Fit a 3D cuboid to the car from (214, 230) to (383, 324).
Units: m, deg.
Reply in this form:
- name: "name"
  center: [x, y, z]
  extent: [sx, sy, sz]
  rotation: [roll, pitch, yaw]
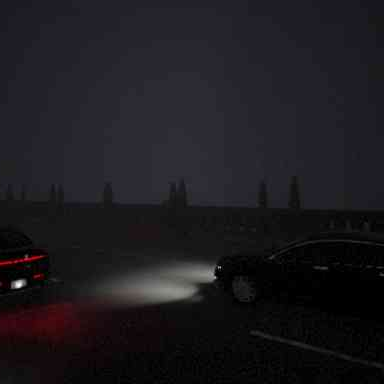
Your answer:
- name: "car"
  center: [2.734, 1.505, 6.341]
  extent: [4.892, 1.490, 1.837]
  rotation: [0, 0, 36]

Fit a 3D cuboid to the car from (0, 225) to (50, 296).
- name: "car"
  center: [-5.282, 1.508, 7.761]
  extent: [4.892, 1.490, 1.837]
  rotation: [0, 0, 35]
